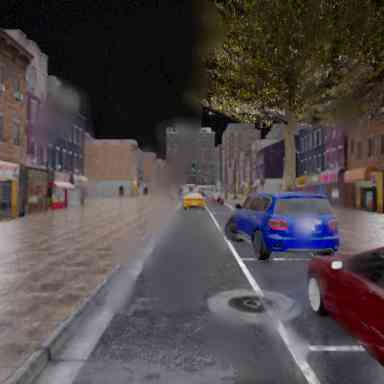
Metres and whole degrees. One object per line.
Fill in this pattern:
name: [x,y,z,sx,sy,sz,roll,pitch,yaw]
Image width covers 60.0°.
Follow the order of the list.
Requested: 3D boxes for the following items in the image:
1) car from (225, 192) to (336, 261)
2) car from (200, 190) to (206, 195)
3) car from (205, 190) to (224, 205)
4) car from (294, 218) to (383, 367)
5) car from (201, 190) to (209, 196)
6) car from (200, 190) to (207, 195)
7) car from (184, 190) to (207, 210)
car: [2.857,0.993,11.553,2.150,2.045,5.566,0,1,-6]
car: [3.081,0.085,95.042,1.752,1.417,4.829,1,1,0]
car: [2.846,0.689,40.942,1.967,1.590,4.097,2,1,0]
car: [3.033,1.392,4.167,1.882,1.535,5.008,0,1,0]
car: [3.010,0.245,78.730,1.752,1.417,4.829,1,1,0]
car: [3.055,0.177,89.436,1.947,1.339,4.313,1,1,0]
car: [0.234,0.864,32.710,1.882,1.535,5.008,0,1,0]
